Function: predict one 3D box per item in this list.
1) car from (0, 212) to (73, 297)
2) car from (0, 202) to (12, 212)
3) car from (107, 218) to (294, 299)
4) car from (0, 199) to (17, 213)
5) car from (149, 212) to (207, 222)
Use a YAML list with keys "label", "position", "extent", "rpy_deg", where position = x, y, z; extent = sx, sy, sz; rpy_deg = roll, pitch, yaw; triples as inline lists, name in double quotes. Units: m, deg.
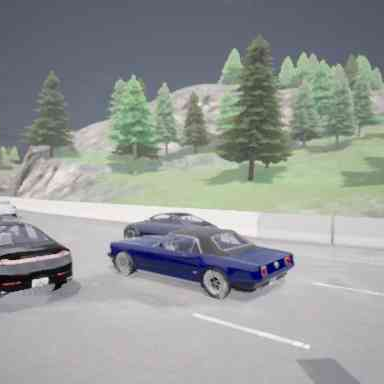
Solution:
- label: "car"
  position: [-4.676, 1.426, 7.642]
  extent: [4.902, 1.511, 2.128]
  rpy_deg: [1, 0, 39]
- label: "car"
  position: [-12.374, 1.375, 18.750]
  extent: [5.357, 1.411, 2.033]
  rpy_deg: [1, 0, 43]
- label: "car"
  position: [-0.033, 1.571, 8.420]
  extent: [4.718, 1.301, 1.895]
  rpy_deg: [1, 0, 38]
- label: "car"
  position: [-15.514, 1.297, 26.595]
  extent: [4.674, 1.442, 1.812]
  rpy_deg: [1, 1, 45]
- label: "car"
  position: [-0.916, 1.507, 13.602]
  extent: [4.181, 1.385, 1.994]
  rpy_deg: [1, 0, 39]
